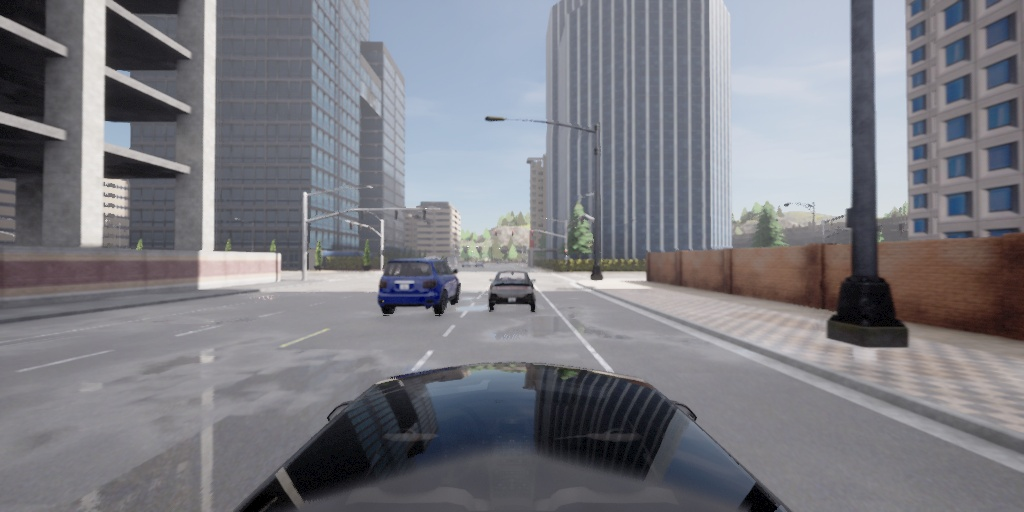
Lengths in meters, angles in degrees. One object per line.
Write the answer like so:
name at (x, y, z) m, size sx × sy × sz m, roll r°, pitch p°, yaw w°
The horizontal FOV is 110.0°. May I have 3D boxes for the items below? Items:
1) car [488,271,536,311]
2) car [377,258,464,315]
car at (0.019, 1.391, 15.333) m, size 2.128 × 1.511 × 4.902 m, roll 0°, pitch 0°, yaw 1°
car at (-3.494, 1.113, 14.374) m, size 2.150 × 2.045 × 5.566 m, roll 0°, pitch 0°, yaw 0°
